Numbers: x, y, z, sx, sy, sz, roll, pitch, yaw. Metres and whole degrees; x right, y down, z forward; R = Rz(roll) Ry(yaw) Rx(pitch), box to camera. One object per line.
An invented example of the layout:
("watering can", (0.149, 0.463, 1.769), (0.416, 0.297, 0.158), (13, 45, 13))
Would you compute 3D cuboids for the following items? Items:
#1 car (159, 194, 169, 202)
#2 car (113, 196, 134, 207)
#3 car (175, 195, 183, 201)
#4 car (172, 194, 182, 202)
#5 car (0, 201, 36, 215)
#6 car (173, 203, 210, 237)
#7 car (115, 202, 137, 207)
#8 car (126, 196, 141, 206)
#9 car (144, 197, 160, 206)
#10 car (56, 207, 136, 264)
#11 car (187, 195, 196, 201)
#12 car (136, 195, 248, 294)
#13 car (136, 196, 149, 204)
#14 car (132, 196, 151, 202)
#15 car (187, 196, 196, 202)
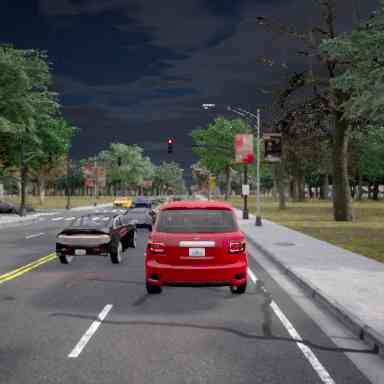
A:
("car", (-6.609, 1.343, 79.324), (2.097, 1.767, 4.553), (0, 0, 0))
("car", (-9.902, 1.501, 47.467), (1.882, 1.535, 5.008), (0, 0, 0))
("car", (-3.369, 1.550, 86.795), (1.895, 1.301, 4.718), (0, 0, 0))
("car", (-3.355, 1.415, 76.737), (2.097, 1.767, 4.553), (0, 0, 0))
("car", (-18.141, 1.542, 32.245), (5.357, 1.411, 2.033), (0, 0, 2))
("car", (-0.025, 1.483, 19.255), (1.882, 1.535, 5.008), (0, 0, 0))
("car", (-3.178, 1.570, 20.513), (1.994, 1.385, 4.181), (0, 0, 0))
("car", (-9.910, 1.537, 56.765), (1.837, 1.490, 4.892), (0, 0, 0))
("car", (-6.664, 1.578, 55.630), (2.033, 1.411, 5.357), (0, 0, 0))
("car", (-3.164, 1.494, 11.849), (2.128, 1.511, 4.902), (0, 0, 0))
("car", (-0.119, 1.480, 86.770), (2.128, 1.511, 4.902), (0, 0, 0))
("car", (0.089, 1.223, 8.938), (2.150, 2.045, 5.566), (0, 0, 0))
("car", (-9.863, 1.550, 66.764), (1.837, 1.490, 4.892), (0, 0, 0))
("car", (-6.661, 1.623, 46.024), (1.895, 1.301, 4.718), (0, 0, 0))
("car", (-0.105, 1.599, 76.354), (2.033, 1.411, 5.357), (0, 0, 0))
